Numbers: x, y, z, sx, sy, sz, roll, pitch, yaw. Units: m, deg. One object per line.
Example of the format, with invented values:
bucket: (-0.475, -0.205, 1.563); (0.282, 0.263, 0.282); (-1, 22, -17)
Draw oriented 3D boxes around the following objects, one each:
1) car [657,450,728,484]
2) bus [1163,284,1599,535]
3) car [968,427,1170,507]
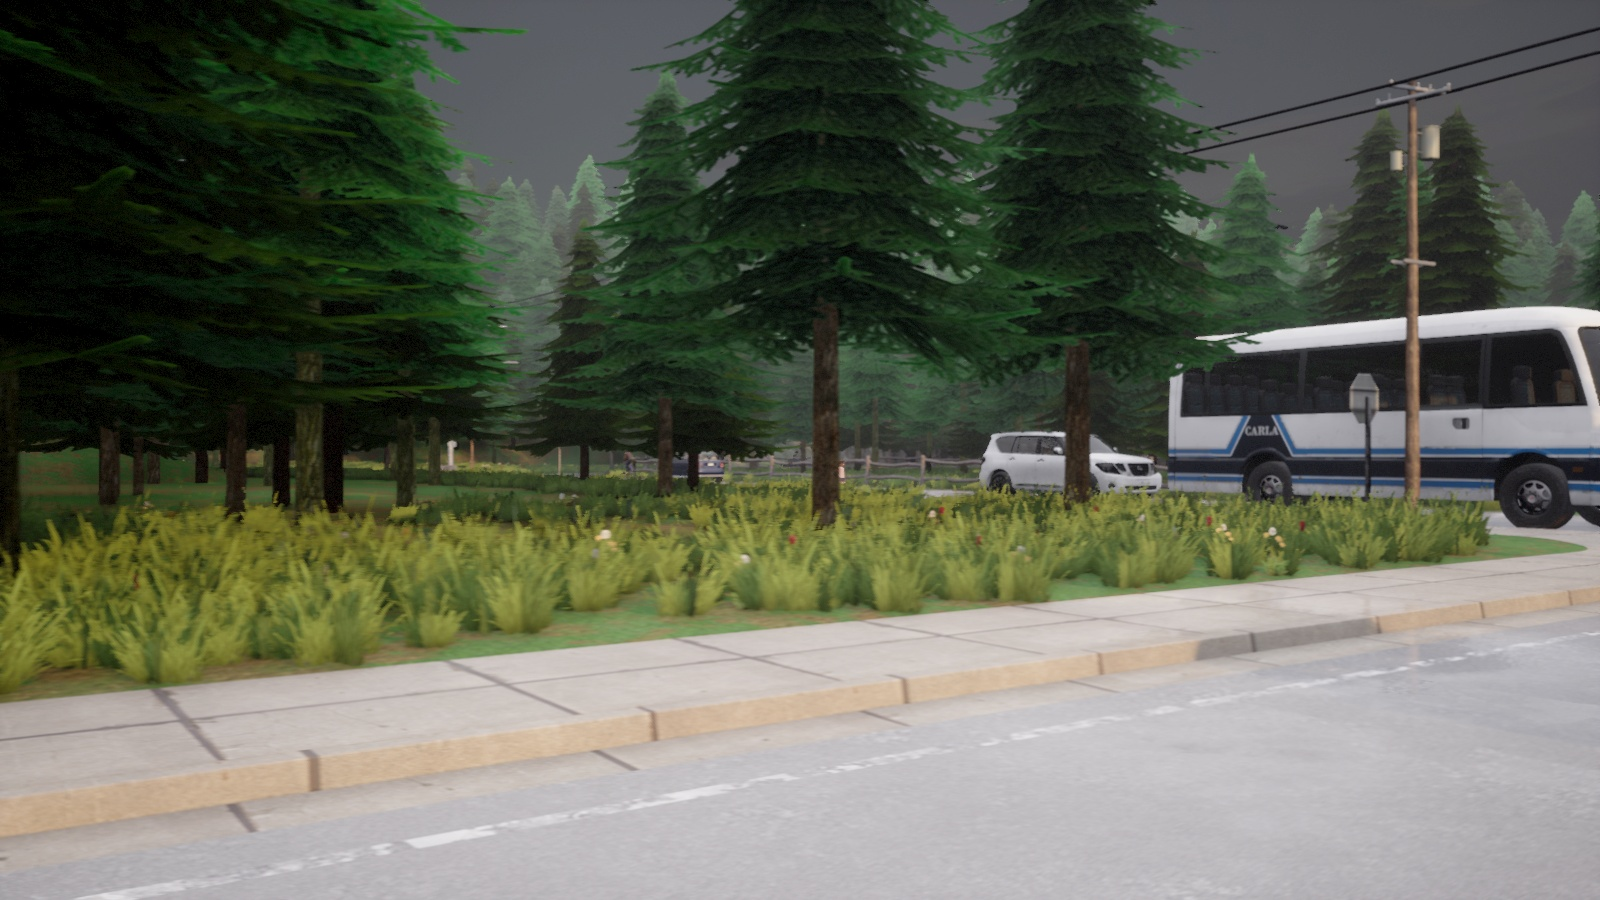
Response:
car: (-5.161, 0.795, 59.994); (1.789, 1.549, 3.705); (0, 0, -34)
bus: (12.917, -0.680, 26.113); (3.944, 4.253, 10.273); (0, 0, -32)
car: (7.345, 0.448, 34.913); (2.150, 2.045, 5.566); (0, 0, -33)
